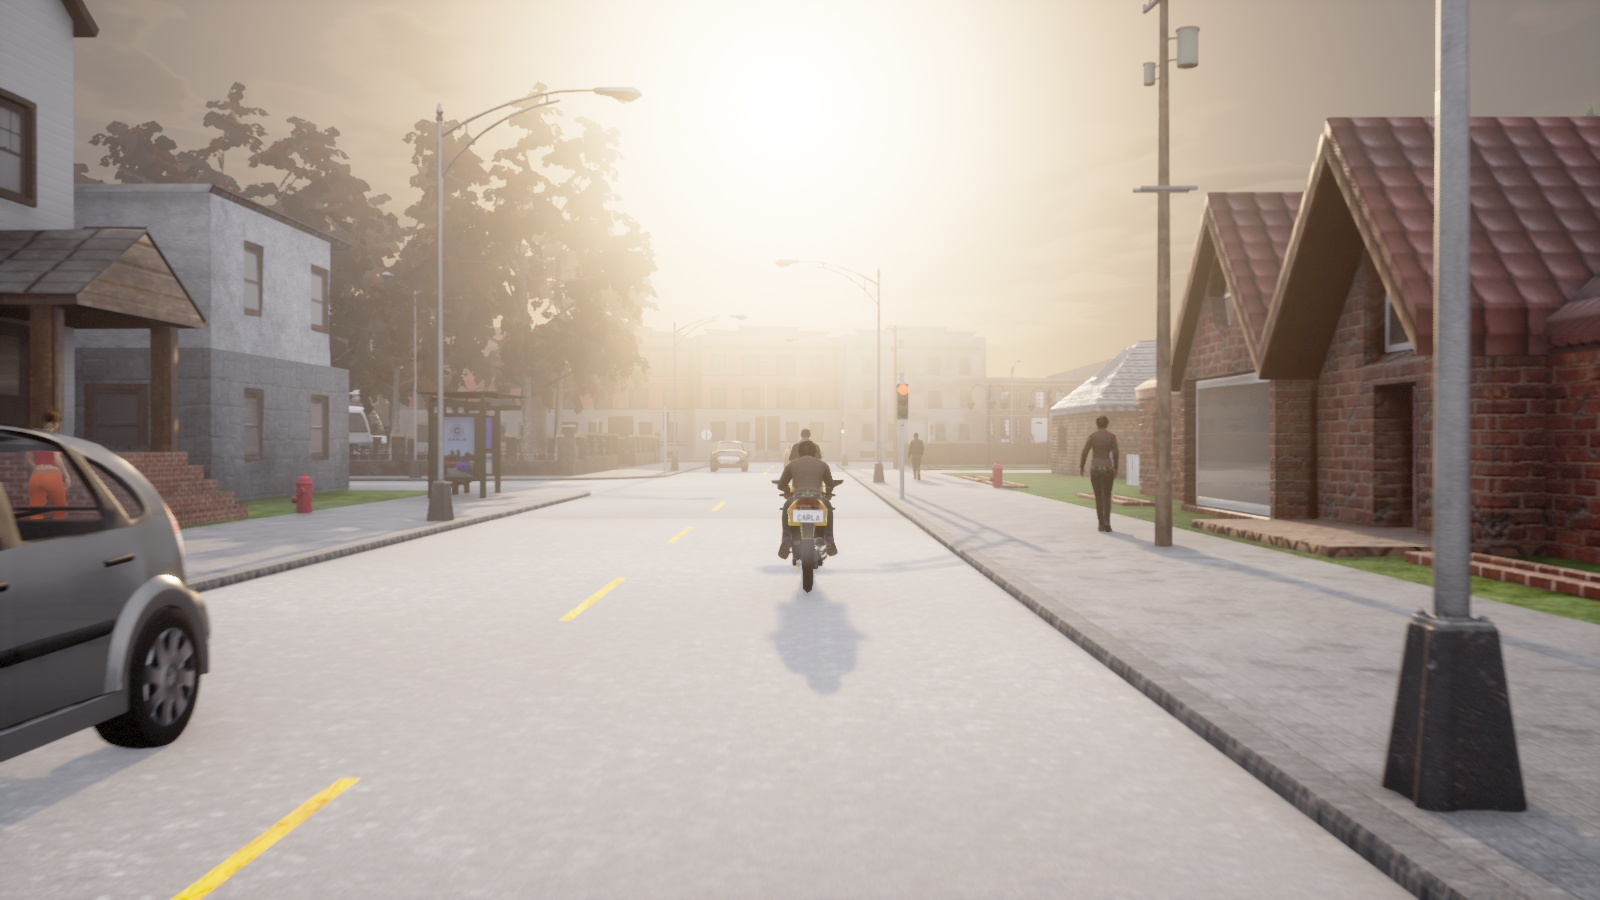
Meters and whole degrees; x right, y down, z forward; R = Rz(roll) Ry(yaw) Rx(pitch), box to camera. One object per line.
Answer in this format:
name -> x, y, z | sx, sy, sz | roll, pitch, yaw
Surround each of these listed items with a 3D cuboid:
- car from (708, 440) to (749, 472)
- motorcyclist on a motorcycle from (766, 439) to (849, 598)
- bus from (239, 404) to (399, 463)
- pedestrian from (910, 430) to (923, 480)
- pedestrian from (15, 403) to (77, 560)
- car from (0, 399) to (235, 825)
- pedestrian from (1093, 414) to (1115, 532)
car -> -3.732, 0.295, 66.503 | 2.033, 1.649, 4.856 | 0, 0, -1
motorcyclist on a motorcycle -> 0.079, 0.654, 13.075 | 0.797, 1.523, 2.044 | 0, 0, 0
bus -> -35.269, -1.184, 92.443 | 10.273, 4.253, 3.944 | 0, 0, 1
pedestrian -> 4.327, 0.184, 46.746 | 0.431, 1.840, 0.703 | 0, 0, 0
pedestrian -> -9.006, 0.364, 15.009 | 0.345, 1.836, 0.594 | 0, 0, 5
car -> -3.962, 0.614, 4.725 | 1.851, 1.617, 3.988 | 0, 0, 0
pedestrian -> 4.733, 0.348, 19.576 | 0.328, 1.805, 0.869 | 0, 0, 13
